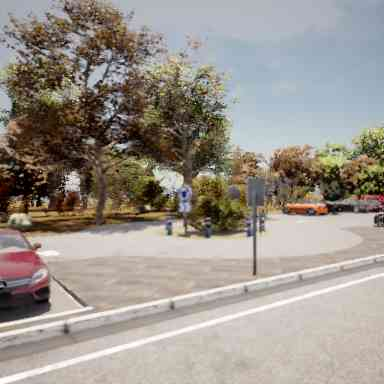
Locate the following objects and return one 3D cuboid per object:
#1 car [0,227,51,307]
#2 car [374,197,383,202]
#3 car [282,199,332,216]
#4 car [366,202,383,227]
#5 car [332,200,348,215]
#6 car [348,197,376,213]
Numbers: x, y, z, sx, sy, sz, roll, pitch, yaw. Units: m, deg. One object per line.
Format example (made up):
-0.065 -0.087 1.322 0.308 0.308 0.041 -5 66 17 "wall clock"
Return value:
-4.636 1.582 7.695 2.002 1.452 4.674 1 -1 -35 "car"
20.817 1.742 41.241 2.163 1.488 4.792 1 0 -35 "car"
11.683 1.497 34.814 2.185 1.767 4.553 1 0 -35 "car"
14.294 1.609 21.343 2.163 1.488 4.792 1 0 -35 "car"
13.875 1.644 36.388 2.097 1.535 5.008 1 0 -35 "car"
18.589 1.692 39.718 2.231 1.521 4.892 1 0 -35 "car"
